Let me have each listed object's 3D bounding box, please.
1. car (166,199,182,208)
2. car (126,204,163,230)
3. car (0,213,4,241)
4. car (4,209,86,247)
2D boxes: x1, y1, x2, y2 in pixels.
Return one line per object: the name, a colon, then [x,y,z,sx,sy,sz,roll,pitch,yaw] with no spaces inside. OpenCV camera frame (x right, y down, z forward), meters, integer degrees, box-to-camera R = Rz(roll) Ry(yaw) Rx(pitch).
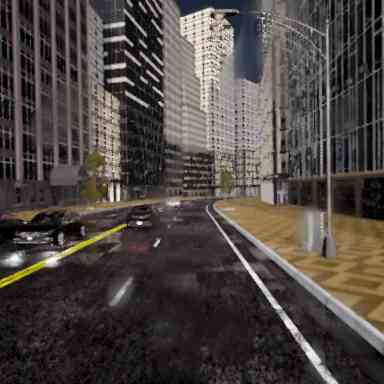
car: [-2.608,1.686,49.469,1.895,1.301,4.718,-1,0,3]
car: [-3.060,1.567,21.836,1.837,1.490,4.892,-1,0,0]
car: [-9.781,1.733,16.267,1.994,1.385,4.181,-1,0,0]
car: [-6.536,1.620,15.841,1.837,1.490,4.892,-1,0,0]
